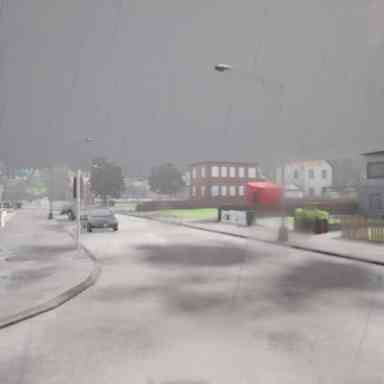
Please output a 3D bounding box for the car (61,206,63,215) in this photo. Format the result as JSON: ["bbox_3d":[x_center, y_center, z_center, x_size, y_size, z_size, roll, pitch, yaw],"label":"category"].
[{"bbox_3d":[-14.994,2.105,40.805,1.994,1.385,4.181,0,-1,-25],"label":"car"}]

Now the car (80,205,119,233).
[{"bbox_3d":[-6.280,1.818,22.413,1.812,1.442,4.674,0,-1,-26],"label":"car"}]

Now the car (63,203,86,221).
[{"bbox_3d":[-10.565,1.906,31.409,2.128,1.511,4.902,0,-1,-25],"label":"car"}]
